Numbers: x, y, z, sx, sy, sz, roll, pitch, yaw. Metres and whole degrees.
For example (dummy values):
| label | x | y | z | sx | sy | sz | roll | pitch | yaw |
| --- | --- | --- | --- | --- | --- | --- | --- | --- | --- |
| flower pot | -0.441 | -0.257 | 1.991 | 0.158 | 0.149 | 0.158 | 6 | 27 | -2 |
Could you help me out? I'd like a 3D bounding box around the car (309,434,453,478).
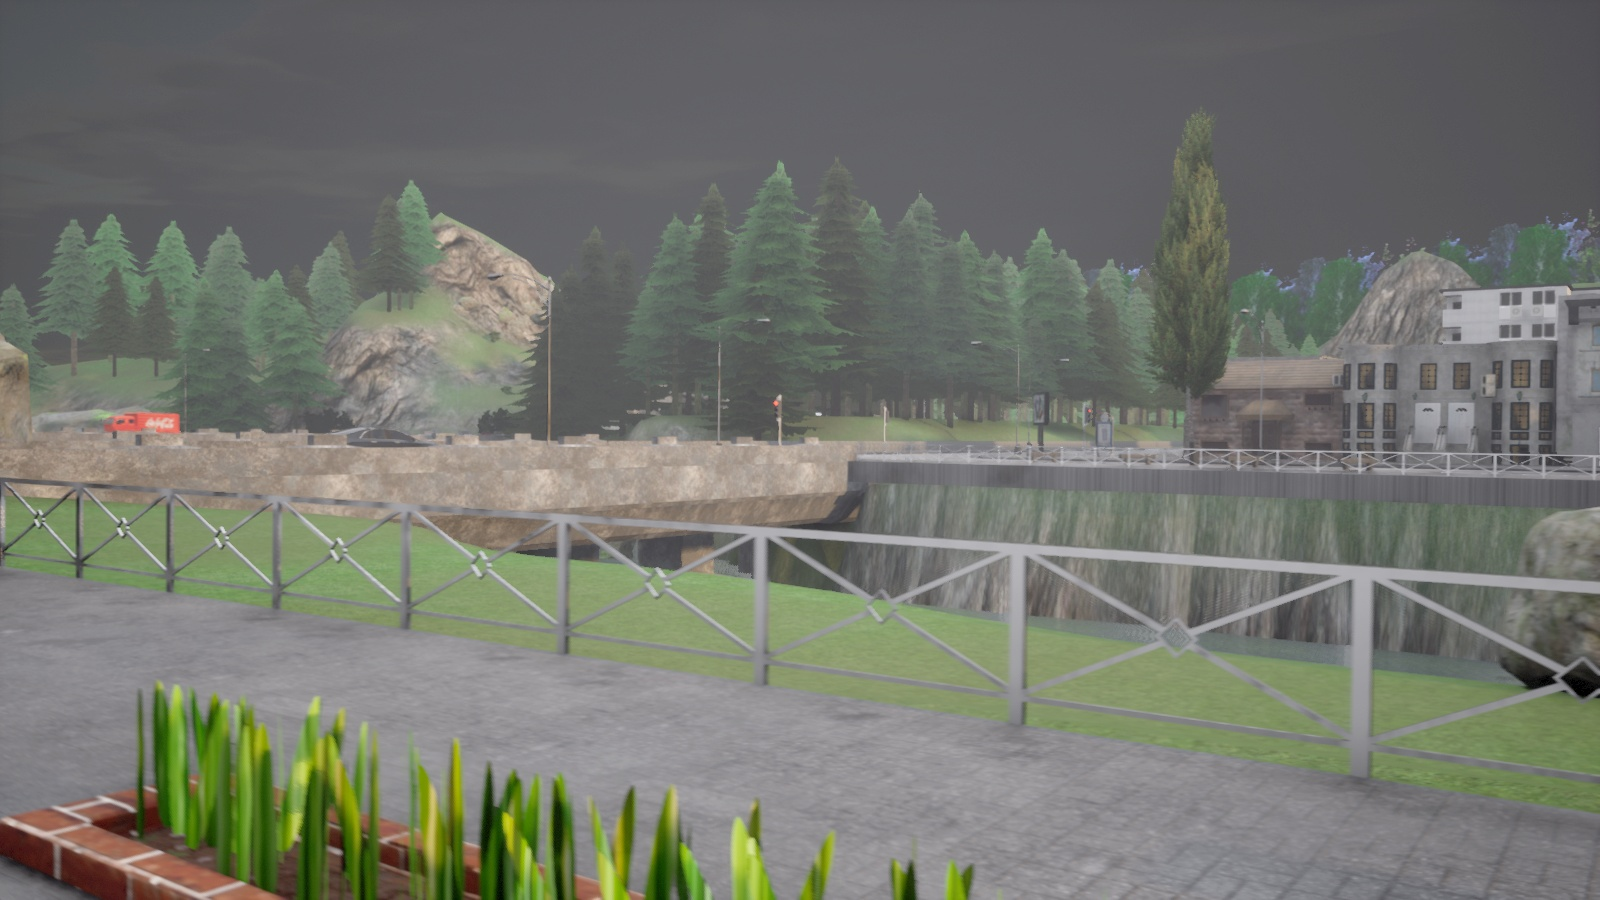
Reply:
| label | x | y | z | sx | sy | sz | roll | pitch | yaw |
| --- | --- | --- | --- | --- | --- | --- | --- | --- | --- |
| car | -15.378 | 0.183 | 46.344 | 1.837 | 1.490 | 4.892 | 0 | 1 | 35 |
